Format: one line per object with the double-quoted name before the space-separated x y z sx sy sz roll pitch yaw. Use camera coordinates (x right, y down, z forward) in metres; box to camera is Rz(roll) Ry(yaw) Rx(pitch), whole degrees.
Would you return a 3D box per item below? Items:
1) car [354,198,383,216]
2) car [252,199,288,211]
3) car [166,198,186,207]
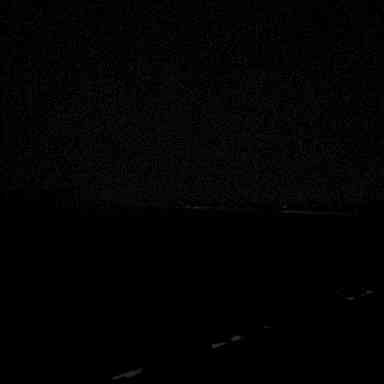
"car" 17.846 1.390 31.181 2.097 1.767 4.553 1 -1 -37
"car" 9.848 1.635 42.192 2.128 1.511 4.902 1 -1 -36
"car" -2.973 1.853 60.178 2.128 1.511 4.902 1 -1 -36
